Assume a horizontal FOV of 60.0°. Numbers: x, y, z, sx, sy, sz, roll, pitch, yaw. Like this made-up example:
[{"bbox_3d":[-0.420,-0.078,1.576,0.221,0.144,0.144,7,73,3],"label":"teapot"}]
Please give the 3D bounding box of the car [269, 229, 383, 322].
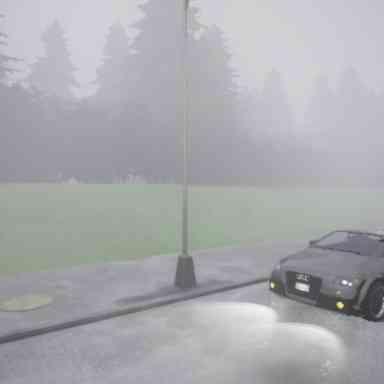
[{"bbox_3d":[3.624,1.531,7.187,4.181,1.385,1.994,0,0,-35],"label":"car"}]
